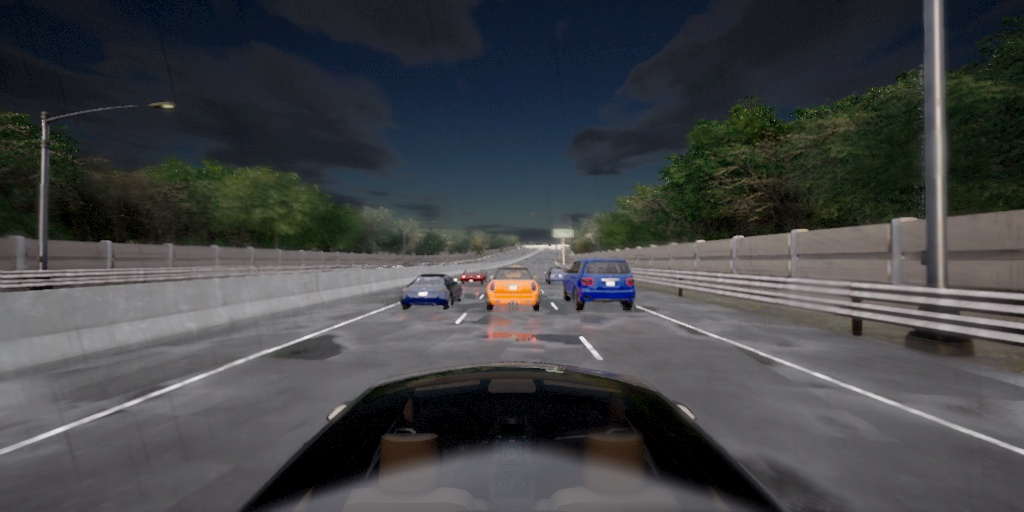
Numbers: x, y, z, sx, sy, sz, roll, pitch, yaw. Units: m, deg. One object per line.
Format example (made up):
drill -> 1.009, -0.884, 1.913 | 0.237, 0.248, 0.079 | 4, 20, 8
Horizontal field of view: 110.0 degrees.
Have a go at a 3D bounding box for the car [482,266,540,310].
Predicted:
car -> 0.067, 1.253, 15.619 | 2.097, 1.767, 4.553 | 0, -1, 1

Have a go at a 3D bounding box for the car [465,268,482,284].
car -> -3.178, 1.711, 30.619 | 1.895, 1.301, 4.718 | 0, -1, 1

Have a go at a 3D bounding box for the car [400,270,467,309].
car -> -3.427, 1.470, 15.906 | 1.994, 1.385, 4.181 | 0, -1, 1

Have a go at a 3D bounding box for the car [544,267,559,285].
car -> 3.818, 1.657, 30.343 | 2.033, 1.411, 5.357 | 0, -1, 1

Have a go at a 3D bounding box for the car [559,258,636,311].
car -> 3.565, 1.119, 15.537 | 2.150, 2.045, 5.566 | 0, -1, 1
